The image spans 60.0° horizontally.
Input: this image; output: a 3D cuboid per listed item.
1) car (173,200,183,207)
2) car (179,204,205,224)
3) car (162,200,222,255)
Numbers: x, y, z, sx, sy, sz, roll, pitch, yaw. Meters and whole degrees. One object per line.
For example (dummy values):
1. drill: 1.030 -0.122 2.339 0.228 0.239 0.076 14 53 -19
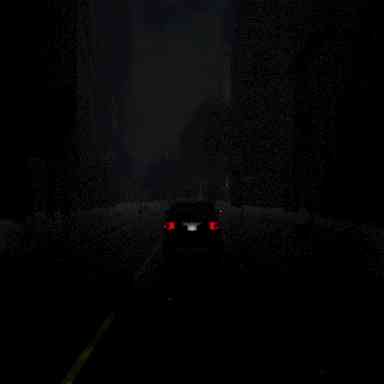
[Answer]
1. car: -2.997 2.337 70.966 1.994 1.385 4.181 0 -1 0
2. car: 0.001 1.835 28.991 2.033 1.411 5.357 0 -1 0
3. car: 0.002 1.352 14.021 2.150 2.045 5.566 0 0 0
